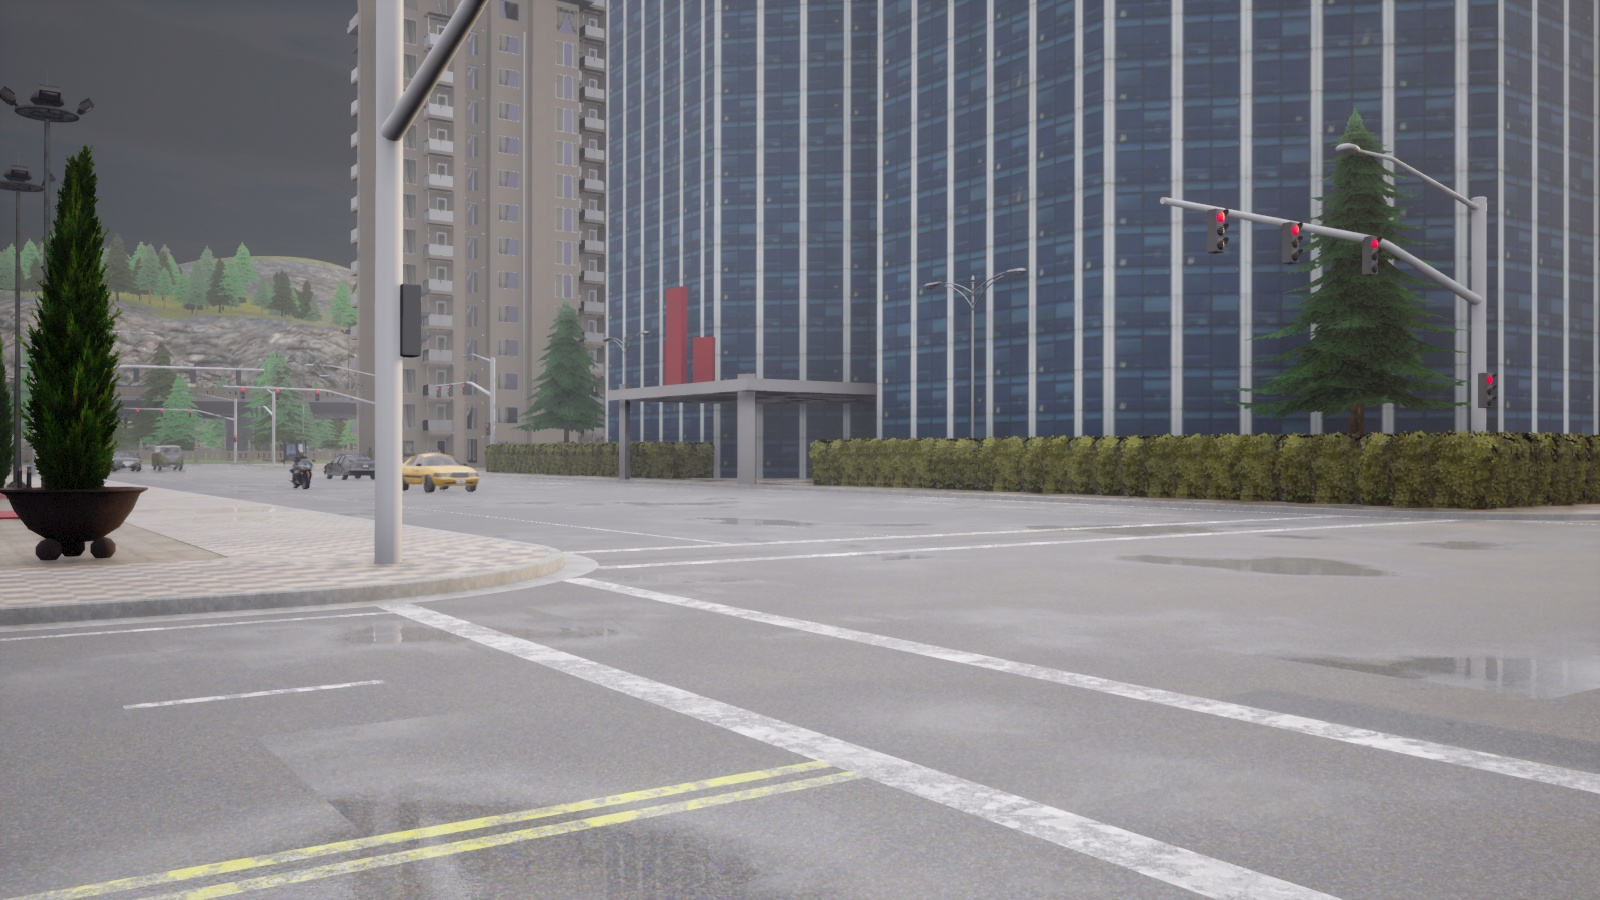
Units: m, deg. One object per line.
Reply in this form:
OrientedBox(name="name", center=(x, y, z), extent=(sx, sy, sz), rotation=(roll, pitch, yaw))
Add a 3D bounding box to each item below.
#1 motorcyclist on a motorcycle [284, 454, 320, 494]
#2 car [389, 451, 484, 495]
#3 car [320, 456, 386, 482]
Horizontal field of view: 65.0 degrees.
OrientedBox(name="motorcyclist on a motorcycle", center=(-19.890, 0.945, 50.138), extent=(0.866, 1.530, 2.191), rotation=(0, 0, -35))
OrientedBox(name="car", center=(-13.832, 0.830, 47.621), extent=(1.801, 1.575, 5.366), rotation=(0, 0, -35))
OrientedBox(name="car", center=(-24.587, 1.013, 68.936), extent=(2.033, 1.411, 5.357), rotation=(0, 0, -35))
